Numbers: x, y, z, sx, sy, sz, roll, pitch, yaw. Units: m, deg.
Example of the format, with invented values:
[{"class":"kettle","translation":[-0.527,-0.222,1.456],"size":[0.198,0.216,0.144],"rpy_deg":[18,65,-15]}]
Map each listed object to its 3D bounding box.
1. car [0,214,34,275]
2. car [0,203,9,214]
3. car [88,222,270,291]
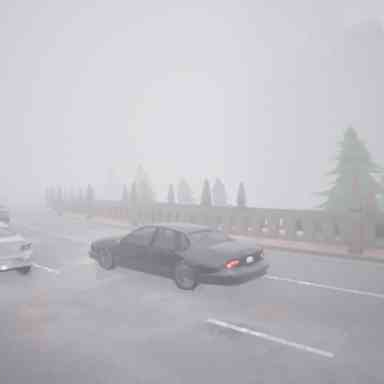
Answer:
[{"class":"car","translation":[-6.062,1.495,9.296],"size":[4.674,1.442,1.812],"rpy_deg":[0,0,42]},{"class":"car","translation":[-13.870,1.461,22.962],"size":[2.033,1.411,5.357],"rpy_deg":[0,0,-37]},{"class":"car","translation":[-0.625,1.556,9.098],"size":[5.357,1.411,2.033],"rpy_deg":[0,0,40]}]
